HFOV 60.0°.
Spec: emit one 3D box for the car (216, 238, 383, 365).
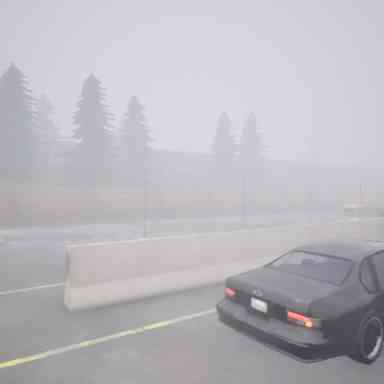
[{"bbox_3d":[2.944,1.551,5.833,5.357,1.411,2.033,0,0,-35],"label":"car"}]
